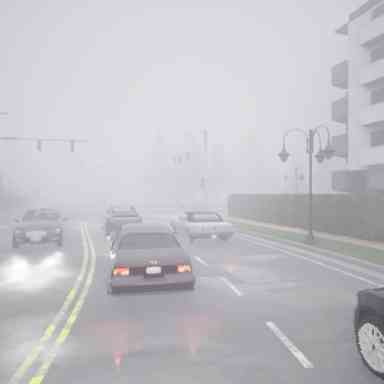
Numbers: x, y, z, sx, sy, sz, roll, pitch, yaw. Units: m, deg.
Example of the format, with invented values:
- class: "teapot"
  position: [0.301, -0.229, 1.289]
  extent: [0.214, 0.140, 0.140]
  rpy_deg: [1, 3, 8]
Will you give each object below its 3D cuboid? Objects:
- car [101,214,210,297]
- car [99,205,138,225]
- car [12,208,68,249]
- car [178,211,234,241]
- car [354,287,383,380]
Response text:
- class: "car"
  position: [-1.269, 1.543, 8.813]
  extent: [2.033, 1.411, 5.357]
  rpy_deg: [0, 0, -12]
- class: "car"
  position: [-3.917, 1.482, 18.190]
  extent: [2.128, 1.511, 4.902]
  rpy_deg: [0, 0, -19]
- class: "car"
  position: [-6.588, 1.485, 14.709]
  extent: [2.128, 1.511, 4.902]
  rpy_deg: [0, 0, -19]
- class: "car"
  position: [0.288, 1.593, 16.275]
  extent: [1.895, 1.301, 4.718]
  rpy_deg: [0, 0, -17]
- class: "car"
  position: [3.223, 1.476, 2.503]
  extent: [1.882, 1.535, 5.008]
  rpy_deg: [0, 0, -4]
